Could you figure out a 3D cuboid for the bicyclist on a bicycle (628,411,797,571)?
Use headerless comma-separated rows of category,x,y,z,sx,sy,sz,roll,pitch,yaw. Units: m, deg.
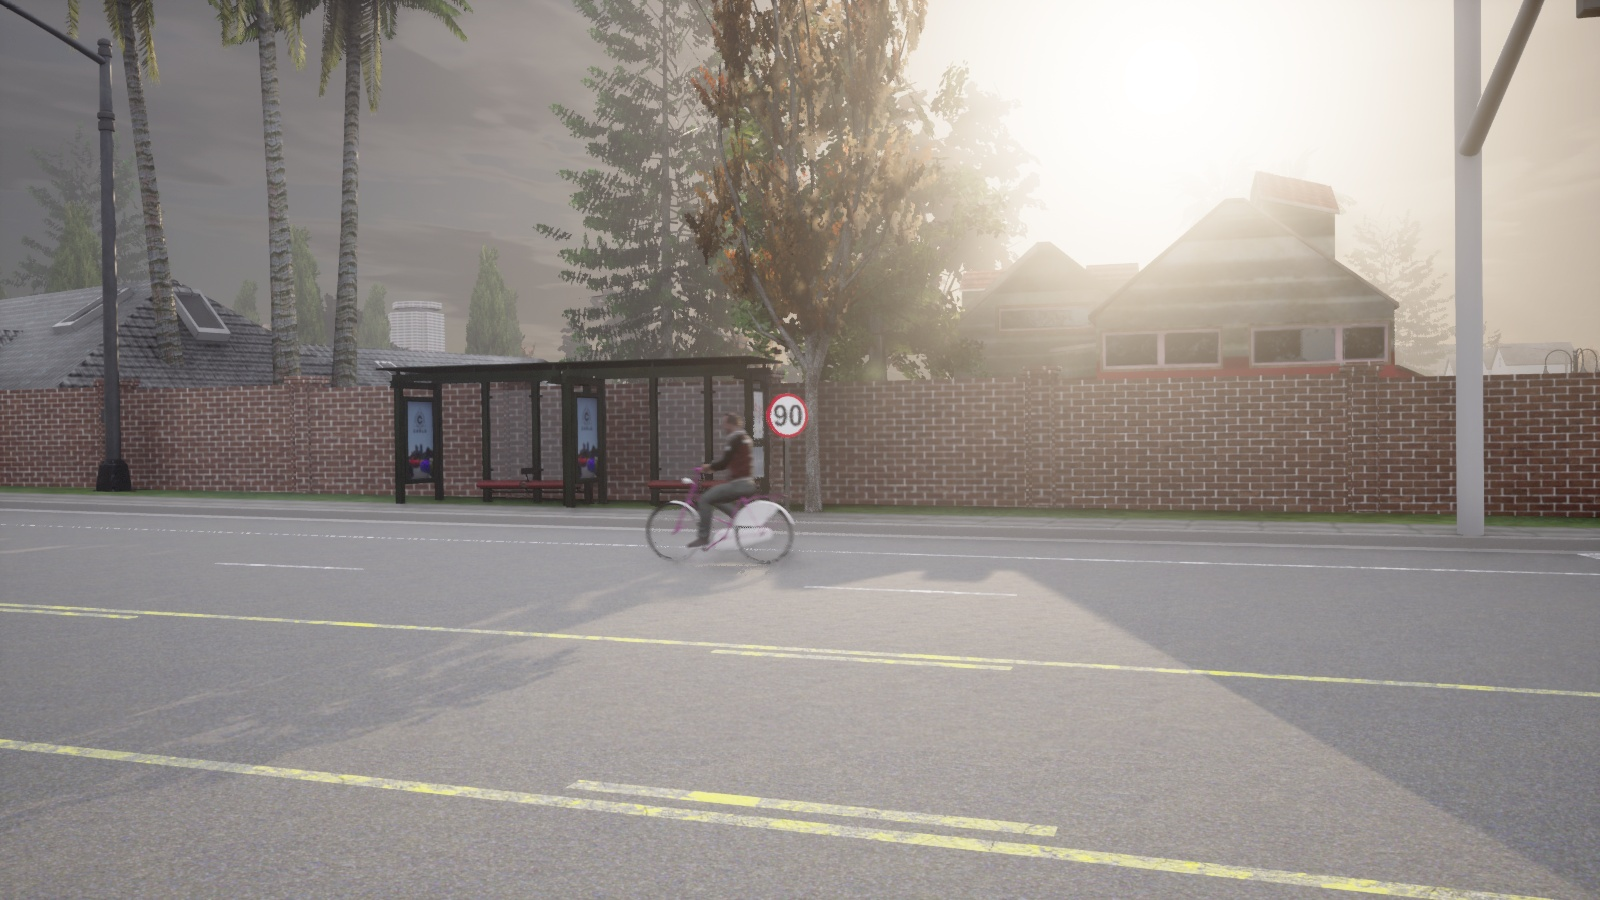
bicyclist on a bicycle,-1.016,0.446,14.610,1.843,1.776,0.659,1,1,19
